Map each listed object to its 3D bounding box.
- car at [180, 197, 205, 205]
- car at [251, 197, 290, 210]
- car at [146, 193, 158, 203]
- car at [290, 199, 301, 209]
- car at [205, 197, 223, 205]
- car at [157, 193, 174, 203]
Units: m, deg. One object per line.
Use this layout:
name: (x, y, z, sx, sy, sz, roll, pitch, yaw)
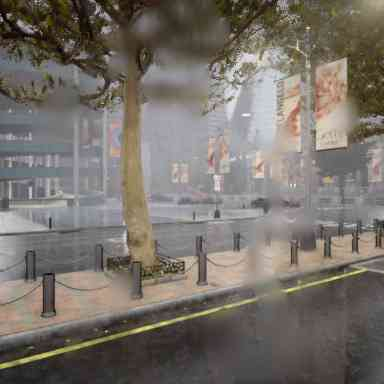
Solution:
car: (-0.307, 1.564, 57.553, 1.994, 1.385, 4.181, 0, 0, -37)
car: (9.847, 1.505, 43.363, 1.837, 1.490, 4.892, 0, 0, -35)
car: (-10.059, 1.499, 68.684, 4.902, 1.511, 2.128, 0, 0, 37)
car: (12.538, 1.477, 45.623, 1.882, 1.535, 5.008, 0, 0, -35)
car: (3.539, 1.564, 58.231, 1.994, 1.385, 4.181, 0, 0, -36)
car: (-6.351, 1.225, 70.211, 5.566, 2.045, 2.150, 0, 0, 41)
